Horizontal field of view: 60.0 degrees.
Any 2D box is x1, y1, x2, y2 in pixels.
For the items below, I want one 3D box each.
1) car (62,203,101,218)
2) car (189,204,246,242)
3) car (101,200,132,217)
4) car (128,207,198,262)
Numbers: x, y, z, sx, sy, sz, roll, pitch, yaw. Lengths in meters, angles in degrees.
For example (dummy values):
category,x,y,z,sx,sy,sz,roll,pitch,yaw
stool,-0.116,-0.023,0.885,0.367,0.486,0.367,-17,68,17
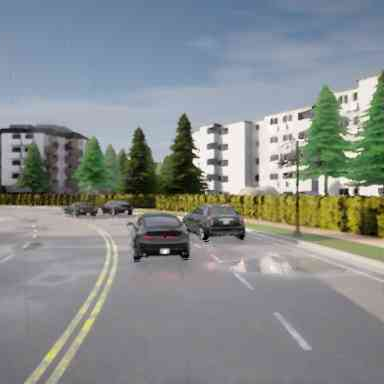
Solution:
category,x,y,z,sx,sy,sz,roll,pitch,yaw
car,-10.741,1.695,31.623,1.895,1.301,4.718,0,0,-39
car,0.965,1.402,17.104,2.097,1.767,4.553,0,0,-16
car,-7.640,1.604,33.204,1.837,1.490,4.892,1,-1,-38
car,-1.315,1.543,12.432,1.837,1.490,4.892,1,0,-12
